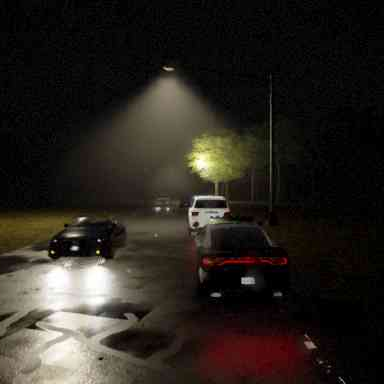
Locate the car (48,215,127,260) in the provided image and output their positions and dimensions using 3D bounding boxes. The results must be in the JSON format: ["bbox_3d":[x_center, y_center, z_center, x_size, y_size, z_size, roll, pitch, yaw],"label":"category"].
[{"bbox_3d":[-3.682,1.574,12.405,1.994,1.385,4.181,0,0,-1],"label":"car"}]

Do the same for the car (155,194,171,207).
[{"bbox_3d":[-4.576,1.321,52.668,2.150,2.045,5.566,0,0,-3],"label":"car"}]

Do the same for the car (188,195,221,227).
[{"bbox_3d":[0.808,1.249,24.651,2.150,2.045,5.566,0,0,-1],"label":"car"}]

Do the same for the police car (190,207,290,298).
[{"bbox_3d":[1.009,1.428,8.696,1.930,1.638,5.238,0,0,0],"label":"police car"}]

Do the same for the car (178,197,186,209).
[{"bbox_3d":[-0.783,1.643,46.168,1.994,1.385,4.181,0,0,-1],"label":"car"}]

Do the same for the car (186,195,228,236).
[{"bbox_3d":[0.902,1.244,18.642,2.150,2.045,5.566,0,0,-1],"label":"car"}]

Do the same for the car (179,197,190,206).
[{"bbox_3d":[-1.322,1.624,59.870,1.837,1.490,4.892,-1,0,-3],"label":"car"}]
